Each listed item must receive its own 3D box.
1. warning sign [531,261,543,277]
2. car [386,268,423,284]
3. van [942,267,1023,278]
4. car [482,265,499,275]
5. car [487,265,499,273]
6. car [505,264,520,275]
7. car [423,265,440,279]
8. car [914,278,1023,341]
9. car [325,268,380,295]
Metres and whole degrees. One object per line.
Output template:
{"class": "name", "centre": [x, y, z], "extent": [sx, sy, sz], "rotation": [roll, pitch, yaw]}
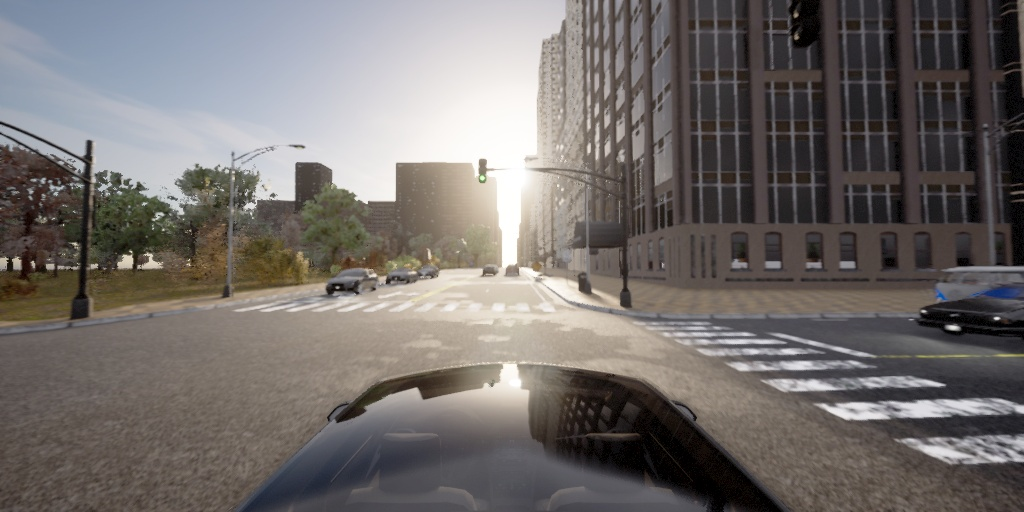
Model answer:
{"class": "warning sign", "centre": [2.842, 1.438, 40.269], "extent": [1.300, 1.860, 1.060], "rotation": [0, 0, 0]}
{"class": "car", "centre": [-9.853, 1.761, 32.460], "extent": [1.994, 1.385, 4.181], "rotation": [0, -1, 0]}
{"class": "van", "centre": [15.940, 1.221, 11.332], "extent": [3.998, 1.789, 1.690], "rotation": [0, 0, -1]}
{"class": "car", "centre": [-3.261, 2.036, 52.163], "extent": [1.837, 1.490, 4.892], "rotation": [0, -1, 0]}
{"class": "car", "centre": [-3.263, 2.243, 62.196], "extent": [1.812, 1.442, 4.674], "rotation": [0, -1, 0]}
{"class": "car", "centre": [0.084, 1.914, 53.867], "extent": [2.097, 1.767, 4.553], "rotation": [0, -1, 0]}
{"class": "car", "centre": [-9.851, 1.856, 42.685], "extent": [2.128, 1.511, 4.902], "rotation": [0, -1, 0]}
{"class": "car", "centre": [13.303, 1.336, 8.720], "extent": [5.357, 1.411, 2.033], "rotation": [0, -2, -1]}
{"class": "car", "centre": [-9.866, 1.550, 22.564], "extent": [1.837, 1.490, 4.892], "rotation": [0, -1, -2]}
